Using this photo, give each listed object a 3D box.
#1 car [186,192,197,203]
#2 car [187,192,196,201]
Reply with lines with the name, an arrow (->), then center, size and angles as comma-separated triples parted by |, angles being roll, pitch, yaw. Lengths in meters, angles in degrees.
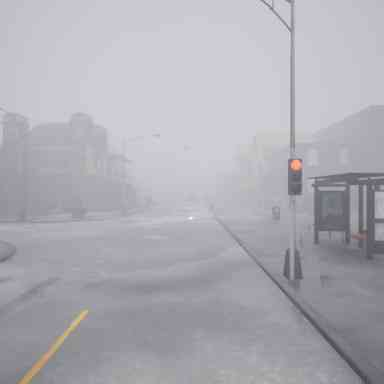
car -> -0.066, 1.352, 67.214 | 2.097, 1.767, 4.553 | 0, 0, 0
car -> -0.076, 1.057, 77.277 | 2.150, 2.045, 5.566 | 0, 0, 0
